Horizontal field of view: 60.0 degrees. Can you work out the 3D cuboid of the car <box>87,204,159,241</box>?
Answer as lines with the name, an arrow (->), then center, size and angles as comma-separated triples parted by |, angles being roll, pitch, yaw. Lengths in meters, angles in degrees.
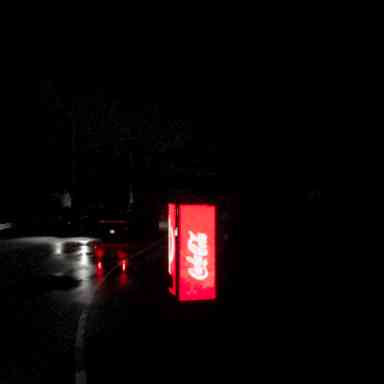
car -> -3.042, 1.508, 16.836 | 2.128, 1.511, 4.902 | 0, 0, 10

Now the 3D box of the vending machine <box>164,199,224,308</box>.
vending machine -> 0.012, 1.198, 7.001 | 1.100, 2.100, 0.880 | 0, 0, -10

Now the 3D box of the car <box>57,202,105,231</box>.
car -> -6.114, 1.353, 19.840 | 1.812, 1.442, 4.674 | 0, 0, 9

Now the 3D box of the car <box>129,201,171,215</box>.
car -> -4.550, 1.641, 35.507 | 4.718, 1.301, 1.895 | 0, 0, 42
